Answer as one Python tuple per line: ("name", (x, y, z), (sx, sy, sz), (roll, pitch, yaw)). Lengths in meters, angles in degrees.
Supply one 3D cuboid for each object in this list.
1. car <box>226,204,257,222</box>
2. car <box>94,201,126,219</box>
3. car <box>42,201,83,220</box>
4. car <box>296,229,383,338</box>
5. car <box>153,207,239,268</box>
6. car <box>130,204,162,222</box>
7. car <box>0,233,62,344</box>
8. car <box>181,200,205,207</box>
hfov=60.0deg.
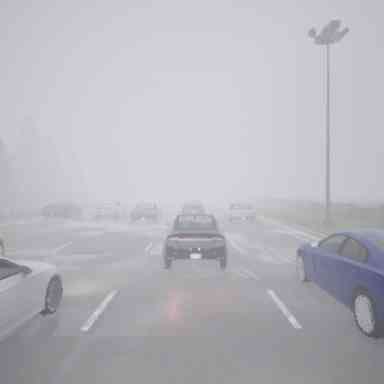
("car", (3.603, 1.549, 25.558), (1.895, 1.301, 4.718), (0, 0, 0))
("car", (-6.897, 1.468, 28.149), (1.812, 1.442, 4.674), (0, 0, 0))
("car", (-10.397, 1.437, 27.116), (2.128, 1.511, 4.902), (0, 0, 0))
("car", (3.601, 1.464, 6.587), (1.882, 1.535, 5.008), (0, 0, 0))
("car", (0.102, 1.469, 11.171), (2.128, 1.511, 4.902), (0, 0, 0))
("car", (-3.397, 1.549, 25.558), (1.895, 1.301, 4.718), (0, 0, 0))
("car", (-3.411, 1.516, 4.534), (1.812, 1.442, 4.674), (0, 0, 0))
("car", (0.103, 1.419, 28.691), (1.882, 1.535, 5.008), (0, 0, 0))
